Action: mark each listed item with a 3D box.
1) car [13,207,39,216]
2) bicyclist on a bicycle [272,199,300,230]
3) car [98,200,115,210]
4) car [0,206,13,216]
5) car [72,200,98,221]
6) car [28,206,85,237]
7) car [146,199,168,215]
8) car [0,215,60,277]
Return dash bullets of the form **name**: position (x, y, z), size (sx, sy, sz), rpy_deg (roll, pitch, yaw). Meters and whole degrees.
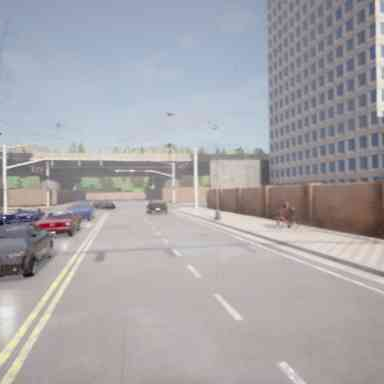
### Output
- **car**: position (-12.224, 1.804, 24.535), size (1.895, 1.301, 4.718), rpy_deg (-1, 0, -12)
- **bicyclist on a bicycle**: position (5.033, 1.197, 17.768), size (1.656, 1.620, 0.582), rpy_deg (-1, 0, -12)
- **car**: position (-12.443, 1.732, 46.060), size (1.994, 1.385, 4.181), rpy_deg (-1, 0, -44)
- **car**: position (-10.149, 1.394, 14.742), size (2.150, 2.045, 5.566), rpy_deg (-1, 0, -12)
- **car**: position (-9.477, 1.629, 28.498), size (1.882, 1.535, 5.008), rpy_deg (-1, 0, -11)
- **car**: position (-7.422, 1.722, 18.753), size (1.895, 1.301, 4.718), rpy_deg (-1, 0, -12)
- **car**: position (-3.775, 1.521, 35.512), size (1.882, 1.535, 5.008), rpy_deg (-1, 0, -12)
- **car**: position (-5.586, 1.657, 10.189), size (1.994, 1.385, 4.181), rpy_deg (-1, 0, -12)
